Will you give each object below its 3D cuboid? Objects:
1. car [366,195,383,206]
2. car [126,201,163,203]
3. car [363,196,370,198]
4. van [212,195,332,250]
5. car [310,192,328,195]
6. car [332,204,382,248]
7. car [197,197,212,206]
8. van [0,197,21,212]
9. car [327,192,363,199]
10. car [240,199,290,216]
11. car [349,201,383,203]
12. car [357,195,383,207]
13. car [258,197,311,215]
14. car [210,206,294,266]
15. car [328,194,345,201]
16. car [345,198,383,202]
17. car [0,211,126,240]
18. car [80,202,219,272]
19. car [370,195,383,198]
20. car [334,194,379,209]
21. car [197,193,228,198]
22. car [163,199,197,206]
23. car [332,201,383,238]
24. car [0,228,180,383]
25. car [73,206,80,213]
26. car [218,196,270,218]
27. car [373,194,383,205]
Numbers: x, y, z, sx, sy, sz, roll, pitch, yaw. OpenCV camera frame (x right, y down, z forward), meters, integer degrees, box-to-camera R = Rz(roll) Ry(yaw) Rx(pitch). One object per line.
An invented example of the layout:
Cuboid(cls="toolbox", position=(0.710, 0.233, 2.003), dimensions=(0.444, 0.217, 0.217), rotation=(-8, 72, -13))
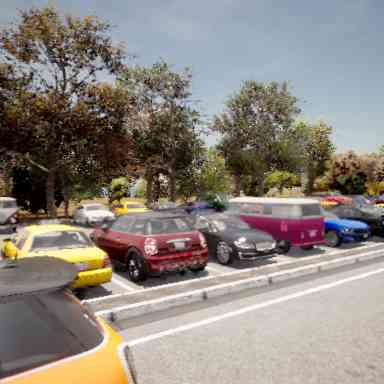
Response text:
Cuboid(cls="car", position=(27.469, 1.187, 46.575), dimensions=(2.097, 1.535, 5.008), rotation=(-1, 0, -35))
Cuboid(cls="car", position=(-4.440, 1.461, 24.168), dimensions=(2.097, 1.535, 5.008), rotation=(0, 0, -35))
Cuboid(cls="car", position=(18.351, 1.276, 40.173), dimensions=(2.231, 1.521, 4.892), rotation=(-1, 0, -35))
Cuboid(cls="van", position=(3.038, 1.237, 13.573), dimensions=(1.878, 1.987, 4.442), rotation=(0, 0, -35))
Cuboid(cls="car", position=(11.534, 1.210, 35.340), dimensions=(2.185, 1.767, 4.553), rotation=(-1, 0, -35))
Cuboid(cls="car", position=(5.381, 1.446, 15.082), dimensions=(2.097, 1.535, 5.008), rotation=(0, 0, -35))
Cuboid(cls="car", position=(0.104, 1.457, 27.387), dimensions=(2.163, 1.488, 4.792), rotation=(0, 0, -35))
Cuboid(cls="van", position=(-11.208, 1.284, 19.267), dimensions=(1.878, 1.987, 4.442), rotation=(0, 0, -35))
Cuboid(cls="car", position=(16.091, 1.043, 38.544), dimensions=(2.435, 2.045, 5.566), rotation=(-1, 0, -35))
Cuboid(cls="car", position=(6.958, 1.413, 32.169), dimensions=(2.002, 1.452, 4.674), rotation=(0, 0, -35))
Cuboid(cls="car", position=(9.939, 1.452, 18.279), dimensions=(2.002, 1.452, 4.674), rotation=(0, 0, -35))
Cuboid(cls="car", position=(25.209, 1.238, 44.945), dimensions=(2.163, 1.488, 4.792), rotation=(-1, 0, -35))
Cuboid(cls="car", position=(9.241, 1.354, 33.762), dimensions=(2.097, 1.535, 5.008), rotation=(0, 0, -35))
Cuboid(cls="car", position=(0.824, 1.481, 11.883), dimensions=(2.231, 1.521, 4.892), rotation=(0, 0, -35))
Cuboid(cls="car", position=(13.793, 1.315, 36.971), dimensions=(2.097, 1.535, 5.008), rotation=(-1, 0, -35))
Cuboid(cls="car", position=(12.324, 1.390, 19.724), dimensions=(1.946, 1.575, 5.366), rotation=(0, 0, -35))
Cuboid(cls="car", position=(-3.834, 1.508, 8.831), dimensions=(1.946, 1.575, 5.366), rotation=(0, 0, -35))
Cuboid(cls="car", position=(-1.535, 1.370, 10.181), dimensions=(2.185, 1.767, 4.553), rotation=(0, 0, -35))
Cuboid(cls="car", position=(14.512, 1.249, 21.449), dimensions=(2.185, 1.767, 4.553), rotation=(0, 0, -35))
Cuboid(cls="car", position=(20.616, 1.127, 41.794), dimensions=(2.185, 1.767, 4.553), rotation=(-1, 0, -35))
Cuboid(cls="car", position=(2.417, 1.159, 28.942), dimensions=(2.435, 2.045, 5.566), rotation=(0, 0, -35))
Cuboid(cls="car", position=(-2.161, 1.445, 25.770), dimensions=(2.231, 1.521, 4.892), rotation=(0, 0, -35))
Cuboid(cls="car", position=(7.665, 1.429, 16.672), dimensions=(2.097, 1.535, 5.008), rotation=(0, 0, -35))
Cuboid(cls="car", position=(-2.567, 1.358, 1.852), dimensions=(4.553, 1.767, 2.097), rotation=(0, 0, -35))
Cuboid(cls="car", position=(-6.717, 1.518, 22.566), dimensions=(2.002, 1.452, 4.674), rotation=(0, 0, -35))
Cuboid(cls="car", position=(4.697, 1.266, 30.540), dimensions=(2.185, 1.767, 4.553), rotation=(0, 0, -35))
Cuboid(cls="car", position=(29.542, 1.162, 48.250), dimensions=(1.946, 1.575, 5.366), rotation=(-1, 0, -35))
